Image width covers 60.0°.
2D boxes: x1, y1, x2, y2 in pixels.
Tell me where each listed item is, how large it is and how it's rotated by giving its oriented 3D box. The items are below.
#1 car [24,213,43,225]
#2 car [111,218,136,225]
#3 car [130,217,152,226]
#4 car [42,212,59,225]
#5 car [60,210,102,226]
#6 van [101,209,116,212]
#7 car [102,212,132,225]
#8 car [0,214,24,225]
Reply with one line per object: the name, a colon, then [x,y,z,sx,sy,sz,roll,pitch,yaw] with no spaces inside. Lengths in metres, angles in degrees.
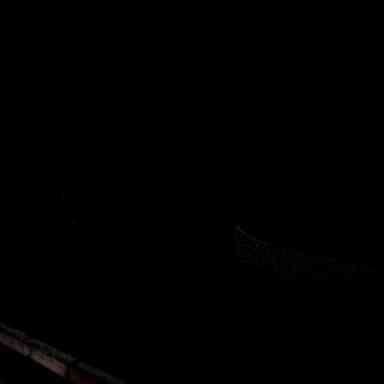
car: [-24.248,3.915,46.881,4.674,1.452,2.002,1,-6,5]
car: [-14.207,6.129,68.770,4.674,1.452,2.002,1,-5,5]
car: [-9.675,6.092,66.191,1.994,1.385,4.181,0,-5,25]
car: [-23.174,4.147,49.634,5.366,1.575,1.946,1,-5,5]
car: [-16.848,4.162,50.538,2.150,2.045,5.566,0,-6,24]
van: [-23.406,6.676,92.550,1.878,1.987,4.442,1,1,10]
car: [-15.477,5.562,66.058,5.566,2.045,2.435,1,-5,5]
car: [-25.489,3.638,44.132,4.674,1.452,2.002,1,-5,5]
